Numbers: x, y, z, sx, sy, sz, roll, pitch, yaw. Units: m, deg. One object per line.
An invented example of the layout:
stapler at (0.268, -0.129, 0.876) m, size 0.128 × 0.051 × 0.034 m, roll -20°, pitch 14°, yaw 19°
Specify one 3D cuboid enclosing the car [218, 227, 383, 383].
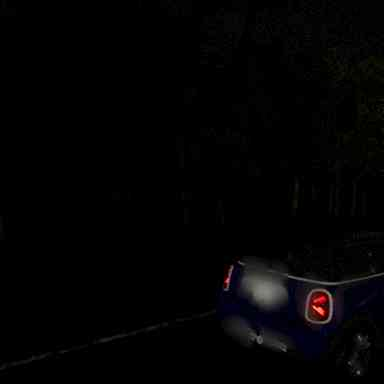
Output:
car at (2.680, 1.395, 5.647) m, size 4.553 × 1.767 × 2.097 m, roll 1°, pitch 0°, yaw -35°
